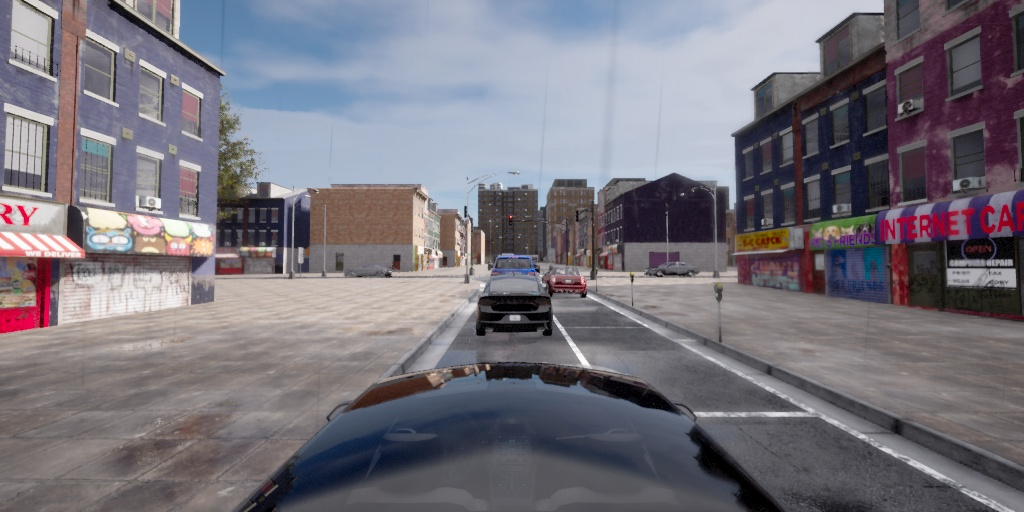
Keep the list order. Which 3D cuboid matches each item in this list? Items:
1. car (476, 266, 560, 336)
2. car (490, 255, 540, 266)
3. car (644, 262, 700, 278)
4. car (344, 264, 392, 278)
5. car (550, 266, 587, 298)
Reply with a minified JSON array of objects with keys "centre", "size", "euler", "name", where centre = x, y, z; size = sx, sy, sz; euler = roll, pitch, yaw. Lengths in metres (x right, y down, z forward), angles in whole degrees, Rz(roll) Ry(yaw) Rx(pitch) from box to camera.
[{"centre":[0.036,1.235,10.499],"size":[1.882,1.535,5.008],"euler":[0,0,-1],"name":"car"},{"centre":[0.069,0.991,18.068],"size":[2.150,2.045,5.566],"euler":[0,0,0],"name":"car"},{"centre":[14.951,1.314,33.599],"size":[4.902,1.511,2.128],"euler":[0,-2,0],"name":"car"},{"centre":[-13.486,1.442,33.745],"size":[4.181,1.385,1.994],"euler":[0,-2,0],"name":"car"},{"centre":[2.616,1.210,18.755],"size":[1.967,1.591,4.097],"euler":[0,0,0],"name":"car"}]
